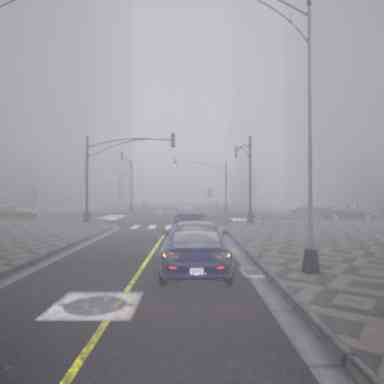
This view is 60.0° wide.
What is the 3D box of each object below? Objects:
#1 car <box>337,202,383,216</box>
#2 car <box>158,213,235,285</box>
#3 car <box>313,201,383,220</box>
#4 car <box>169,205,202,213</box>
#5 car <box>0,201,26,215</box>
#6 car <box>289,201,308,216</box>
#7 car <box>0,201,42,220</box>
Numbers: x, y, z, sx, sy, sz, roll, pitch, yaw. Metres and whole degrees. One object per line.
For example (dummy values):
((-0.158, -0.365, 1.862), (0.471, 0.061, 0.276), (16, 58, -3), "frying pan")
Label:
((18.001, 1.796, 35.120), (4.403, 1.369, 2.008), (0, -1, 0), "car")
((0.104, 1.557, 9.464), (1.812, 1.442, 4.674), (0, 0, 0), "car")
((12.330, 1.621, 26.578), (4.403, 1.369, 2.008), (0, -1, 0), "car")
((-0.346, 1.544, 20.681), (1.882, 1.535, 5.008), (0, 0, -6), "car")
((-20.160, 1.682, 34.992), (4.403, 1.369, 2.008), (0, -1, 0), "car")
((12.332, 1.665, 35.103), (4.097, 1.590, 1.967), (0, -1, 0), "car")
((-14.590, 1.515, 26.488), (4.829, 1.417, 1.752), (0, -1, 0), "car")
